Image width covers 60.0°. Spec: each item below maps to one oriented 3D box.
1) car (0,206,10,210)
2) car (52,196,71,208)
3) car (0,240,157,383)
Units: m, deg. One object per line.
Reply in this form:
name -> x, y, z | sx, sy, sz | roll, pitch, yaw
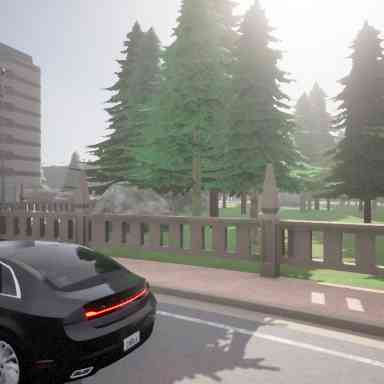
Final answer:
car -> -23.248, 1.603, 37.259 | 2.033, 1.411, 5.357 | 0, 0, 21
car -> -18.352, 1.277, 49.641 | 2.150, 2.045, 5.566 | 0, 0, 21
car -> -2.847, 1.505, 5.067 | 4.892, 1.490, 1.837 | 0, 0, 28
